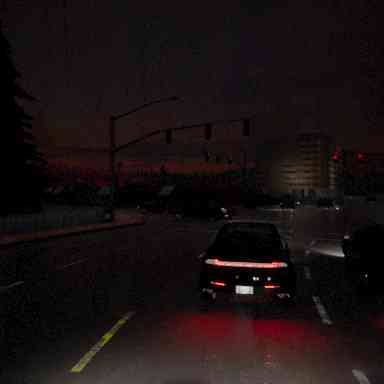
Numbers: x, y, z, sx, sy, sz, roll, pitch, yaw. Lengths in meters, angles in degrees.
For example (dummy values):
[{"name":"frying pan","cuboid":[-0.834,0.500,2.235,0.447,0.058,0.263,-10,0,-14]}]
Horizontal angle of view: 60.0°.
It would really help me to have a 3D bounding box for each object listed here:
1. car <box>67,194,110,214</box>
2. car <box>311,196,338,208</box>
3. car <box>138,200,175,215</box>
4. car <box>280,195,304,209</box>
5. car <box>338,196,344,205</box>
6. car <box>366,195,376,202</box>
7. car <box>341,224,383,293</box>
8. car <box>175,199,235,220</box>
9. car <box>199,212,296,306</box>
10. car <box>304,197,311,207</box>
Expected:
[{"name":"car","cuboid":[-10.920,1.275,35.029,5.566,2.045,2.150,0,0,32]},{"name":"car","cuboid":[19.176,1.545,47.886,2.033,1.411,5.357,0,0,32]},{"name":"car","cuboid":[-3.380,1.545,34.482,4.902,1.511,2.128,0,0,32]},{"name":"car","cuboid":[13.404,1.502,45.191,1.837,1.490,4.892,0,0,32]},{"name":"car","cuboid":[24.626,1.488,56.709,2.128,1.511,4.902,0,0,32]},{"name":"car","cuboid":[42.652,1.521,79.273,2.128,1.511,4.902,0,0,32]},{"name":"car","cuboid":[5.178,1.547,8.537,2.033,1.411,5.357,0,0,16]},{"name":"car","cuboid":[1.317,1.389,27.397,4.553,1.767,2.097,0,0,32]},{"name":"car","cuboid":[1.426,1.491,8.164,2.128,1.511,4.902,0,0,12]},{"name":"car","cuboid":[18.156,1.523,52.891,1.812,1.442,4.674,0,0,32]}]
